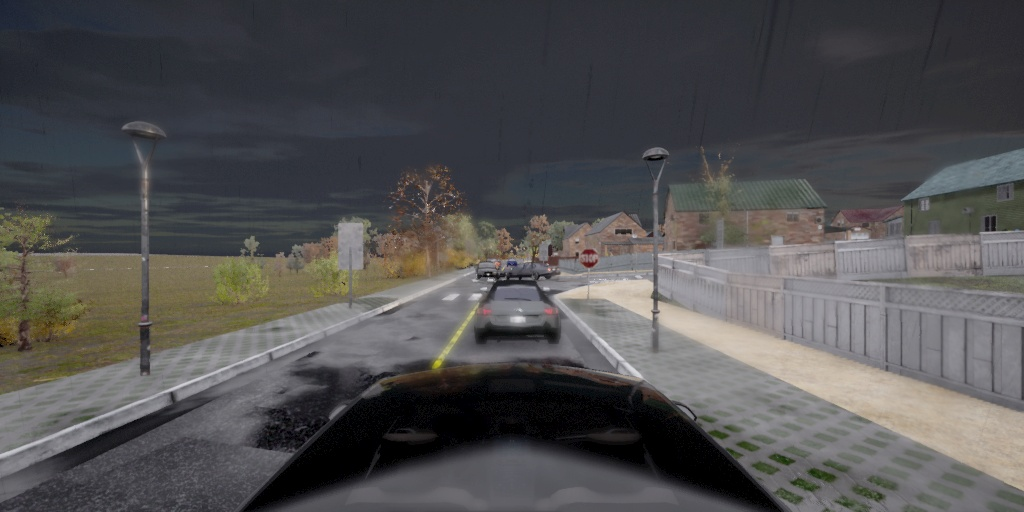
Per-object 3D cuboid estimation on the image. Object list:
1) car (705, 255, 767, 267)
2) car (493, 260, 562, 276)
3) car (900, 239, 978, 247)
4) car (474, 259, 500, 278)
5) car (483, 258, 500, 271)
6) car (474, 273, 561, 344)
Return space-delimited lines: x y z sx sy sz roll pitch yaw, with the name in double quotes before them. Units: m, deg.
"car" 14.389 0.412 22.954 4.181 1.385 1.994 -3 0 16
"car" 1.339 1.197 28.579 5.357 1.411 2.033 -4 -3 43
"car" 23.889 -0.209 20.532 4.902 1.511 2.128 -3 0 14
"car" -2.248 1.257 31.491 1.837 1.490 4.892 0 0 -8
"car" -2.843 1.119 51.309 2.097 1.767 4.553 0 0 1
"car" 0.103 1.313 9.565 1.994 1.385 4.181 0 0 -1
